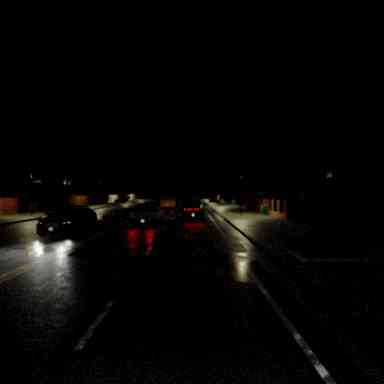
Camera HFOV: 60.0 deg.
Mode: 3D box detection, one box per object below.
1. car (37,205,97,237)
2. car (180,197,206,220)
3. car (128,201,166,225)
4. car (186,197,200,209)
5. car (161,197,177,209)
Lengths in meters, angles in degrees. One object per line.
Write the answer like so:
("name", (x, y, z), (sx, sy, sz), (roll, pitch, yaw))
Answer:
("car", (-6.568, 1.458, 17.947), (2.128, 1.511, 4.902), (0, 0, 0))
("car", (0.093, 1.472, 27.703), (1.837, 1.490, 4.892), (0, 0, 0))
("car", (-3.161, 1.565, 23.529), (1.895, 1.301, 4.718), (0, 0, 0))
("car", (0.093, 1.458, 46.264), (1.882, 1.535, 5.008), (0, 0, 0))
("car", (-3.156, 1.457, 44.924), (1.882, 1.535, 5.008), (0, 0, 0))
